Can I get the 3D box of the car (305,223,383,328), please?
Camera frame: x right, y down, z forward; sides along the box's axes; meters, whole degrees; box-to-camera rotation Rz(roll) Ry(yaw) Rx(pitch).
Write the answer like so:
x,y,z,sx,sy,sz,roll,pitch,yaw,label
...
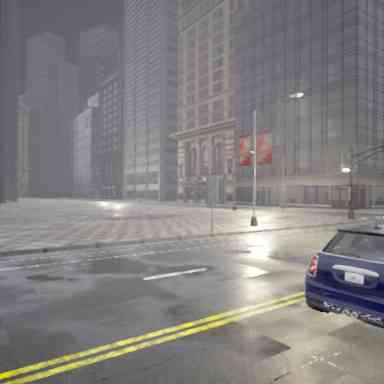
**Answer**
x,y,z,sx,sy,sz,roll,pitch,yaw,label
4.298,1.400,6.520,4.553,1.767,2.097,1,0,-36,car
